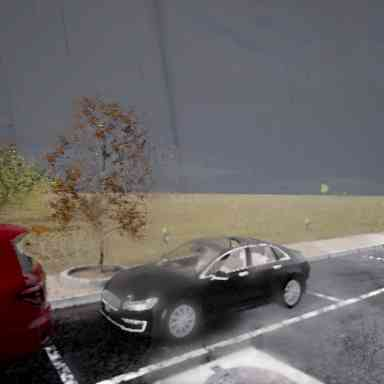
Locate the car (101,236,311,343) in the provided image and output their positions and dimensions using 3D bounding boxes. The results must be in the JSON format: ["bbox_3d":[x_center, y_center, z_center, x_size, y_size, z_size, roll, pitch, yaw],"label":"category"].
[{"bbox_3d":[0.484,1.583,6.426,4.403,1.369,2.008,1,0,-35],"label":"car"}]

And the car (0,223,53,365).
[{"bbox_3d":[-4.024,1.302,3.216,5.009,1.841,2.192,1,0,-35],"label":"car"}]
